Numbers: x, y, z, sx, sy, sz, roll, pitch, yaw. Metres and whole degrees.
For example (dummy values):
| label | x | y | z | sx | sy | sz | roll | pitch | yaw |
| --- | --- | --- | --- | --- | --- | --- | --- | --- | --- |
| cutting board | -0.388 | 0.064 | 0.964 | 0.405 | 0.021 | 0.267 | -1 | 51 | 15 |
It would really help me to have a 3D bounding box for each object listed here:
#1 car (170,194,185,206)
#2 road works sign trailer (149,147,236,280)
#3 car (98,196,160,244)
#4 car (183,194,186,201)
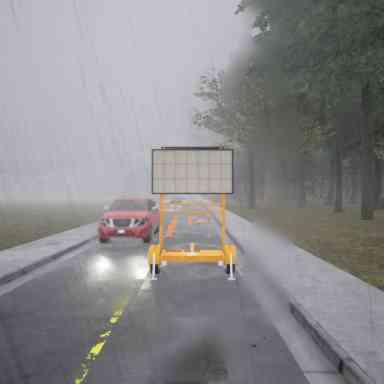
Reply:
| label | x | y | z | sx | sy | sz | roll | pitch | yaw |
| --- | --- | --- | --- | --- | --- | --- | --- | --- | --- |
| car | -2.759 | 1.547 | 56.483 | 2.033 | 1.411 | 5.357 | 0 | 0 | 0 |
| road works sign trailer | 0.016 | 0.464 | 9.895 | 2.380 | 3.560 | 2.880 | 0 | 0 | 0 |
| car | -2.825 | 1.221 | 16.058 | 2.150 | 2.045 | 5.566 | 0 | 0 | 0 |
| car | -2.632 | 1.352 | 80.873 | 2.097 | 1.767 | 4.553 | 0 | 0 | 0 |
